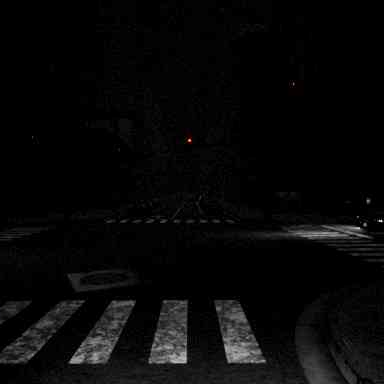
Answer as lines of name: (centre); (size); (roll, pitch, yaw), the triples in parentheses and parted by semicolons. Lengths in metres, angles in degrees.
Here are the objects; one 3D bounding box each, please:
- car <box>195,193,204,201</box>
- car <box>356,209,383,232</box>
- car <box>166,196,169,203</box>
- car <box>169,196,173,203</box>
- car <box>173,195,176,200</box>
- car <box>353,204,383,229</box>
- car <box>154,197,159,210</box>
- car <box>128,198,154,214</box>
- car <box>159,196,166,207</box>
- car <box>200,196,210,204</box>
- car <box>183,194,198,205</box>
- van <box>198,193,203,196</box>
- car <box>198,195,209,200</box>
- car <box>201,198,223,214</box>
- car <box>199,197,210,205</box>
car: (2.022, 1.401, 90.177); (2.150, 2.045, 5.566); (0, 0, 0)
car: (11.532, 1.445, 17.440); (4.902, 1.511, 2.128); (0, 0, 0)
car: (-5.670, 1.634, 58.229); (2.008, 1.369, 4.403); (0, 0, 0)
car: (-5.658, 1.552, 69.251); (1.967, 1.590, 4.097); (0, 0, 0)
car: (-5.646, 1.694, 80.272); (2.008, 1.369, 4.403); (0, 0, 0)
car: (13.216, 1.499, 20.702); (5.357, 1.411, 2.033); (0, 0, -1)
car: (-5.688, 1.489, 41.697); (1.967, 1.590, 4.097); (0, 0, 0)
car: (-5.694, 1.480, 36.187); (1.967, 1.590, 4.097); (0, 0, 0)
car: (-5.676, 1.653, 52.718); (1.802, 1.307, 4.206); (0, 0, 0)
car: (2.343, 1.641, 47.200); (1.802, 1.307, 4.206); (0, 0, 0)
car: (-0.277, 1.600, 63.326); (1.837, 1.490, 4.892); (0, 0, 0)
van: (2.355, 1.424, 58.221); (1.690, 1.788, 3.998); (0, 0, 0)
car: (2.349, 1.637, 52.710); (1.947, 1.339, 4.313); (0, 0, 0)
car: (2.331, 1.606, 36.177); (1.947, 1.339, 4.313); (0, 0, 0)
car: (2.361, 1.647, 63.731); (2.008, 1.369, 4.403); (0, 0, 0)
